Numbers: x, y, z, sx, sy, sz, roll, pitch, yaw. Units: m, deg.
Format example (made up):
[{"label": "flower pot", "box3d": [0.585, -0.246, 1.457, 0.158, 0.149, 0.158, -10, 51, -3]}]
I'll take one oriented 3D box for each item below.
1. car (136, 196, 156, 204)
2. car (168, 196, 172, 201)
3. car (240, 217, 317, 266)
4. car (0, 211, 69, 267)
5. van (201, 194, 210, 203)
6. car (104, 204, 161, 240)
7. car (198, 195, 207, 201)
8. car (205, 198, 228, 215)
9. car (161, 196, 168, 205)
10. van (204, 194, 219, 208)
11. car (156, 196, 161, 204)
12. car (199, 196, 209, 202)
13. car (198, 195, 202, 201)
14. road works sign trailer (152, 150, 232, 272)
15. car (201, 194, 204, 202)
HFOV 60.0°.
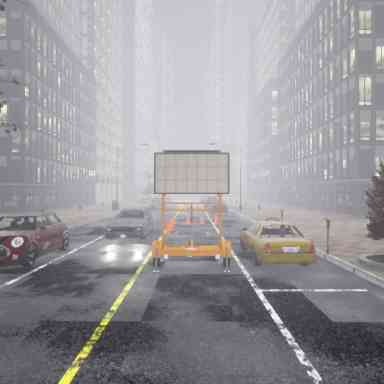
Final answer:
[{"label": "car", "box3d": [-5.719, 1.516, 39.452, 1.752, 1.417, 4.829, 0, 0, 0]}, {"label": "car", "box3d": [-5.743, 1.534, 79.465, 1.947, 1.339, 4.313, 0, 0, 0]}, {"label": "car", "box3d": [2.679, 1.524, 11.322, 1.752, 1.417, 4.829, 0, 0, 0]}, {"label": "car", "box3d": [-5.702, 1.439, 11.162, 1.967, 1.590, 4.097, 0, 0, 0]}, {"label": "van", "box3d": [2.644, 1.318, 68.073, 1.690, 1.788, 3.998, 0, 0, 0]}, {"label": "car", "box3d": [-3.011, 1.545, 17.189, 2.033, 1.411, 5.357, 0, 0, 0]}, {"label": "car", "box3d": [2.635, 1.514, 85.150, 2.008, 1.369, 4.403, 0, 0, 0]}, {"label": "car", "box3d": [2.665, 1.558, 33.919, 1.947, 1.339, 4.313, 0, 0, 0]}, {"label": "car", "box3d": [-5.730, 1.424, 56.698, 1.967, 1.590, 4.097, 0, 0, 0]}, {"label": "van", "box3d": [2.661, 1.332, 39.612, 1.690, 1.788, 3.998, 0, 0, 0]}, {"label": "car", "box3d": [-5.722, 1.571, 45.314, 1.802, 1.307, 4.206, 0, 0, 0]}, {"label": "car", "box3d": [2.641, 1.517, 73.765, 1.887, 1.381, 4.507, 0, 0, 0]}, {"label": "car", "box3d": [2.648, 1.562, 62.380, 1.802, 1.307, 4.206, 0, 0, 0]}, {"label": "road works sign trailer", "box3d": [-0.008, 0.463, 10.729, 2.380, 3.560, 2.880, 0, 0, 0]}, {"label": "car", "box3d": [2.658, 1.429, 45.305, 1.967, 1.590, 4.097, 0, 0, 0]}]
